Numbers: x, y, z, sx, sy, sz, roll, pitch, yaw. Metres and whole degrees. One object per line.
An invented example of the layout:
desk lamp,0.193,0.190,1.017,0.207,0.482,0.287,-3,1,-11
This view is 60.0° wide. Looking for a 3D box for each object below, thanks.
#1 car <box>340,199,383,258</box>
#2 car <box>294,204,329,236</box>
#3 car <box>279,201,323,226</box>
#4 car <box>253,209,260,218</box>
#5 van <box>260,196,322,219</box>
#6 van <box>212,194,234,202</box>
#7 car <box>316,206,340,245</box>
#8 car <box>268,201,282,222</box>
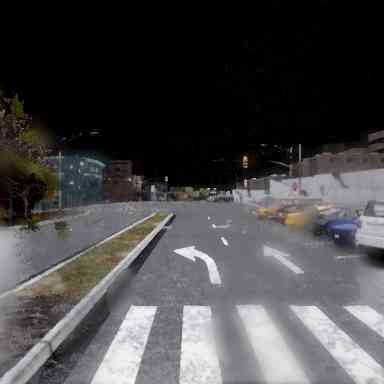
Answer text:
car,8.099,1.250,11.014,5.566,2.045,2.435,1,0,-20
car,8.064,1.523,16.963,4.892,1.521,2.231,1,-1,-20
car,8.244,1.534,20.010,5.366,1.575,1.946,1,-1,-20
car,7.898,1.571,28.826,5.366,1.575,1.946,1,0,-20
van,7.964,1.335,25.868,4.442,1.987,1.878,1,0,-20
van,7.965,1.541,81.136,4.442,1.987,1.878,1,-1,-20
car,8.076,1.510,13.978,5.008,1.535,2.097,1,0,-20
car,8.096,1.578,22.940,4.792,1.488,2.163,1,-1,-20
